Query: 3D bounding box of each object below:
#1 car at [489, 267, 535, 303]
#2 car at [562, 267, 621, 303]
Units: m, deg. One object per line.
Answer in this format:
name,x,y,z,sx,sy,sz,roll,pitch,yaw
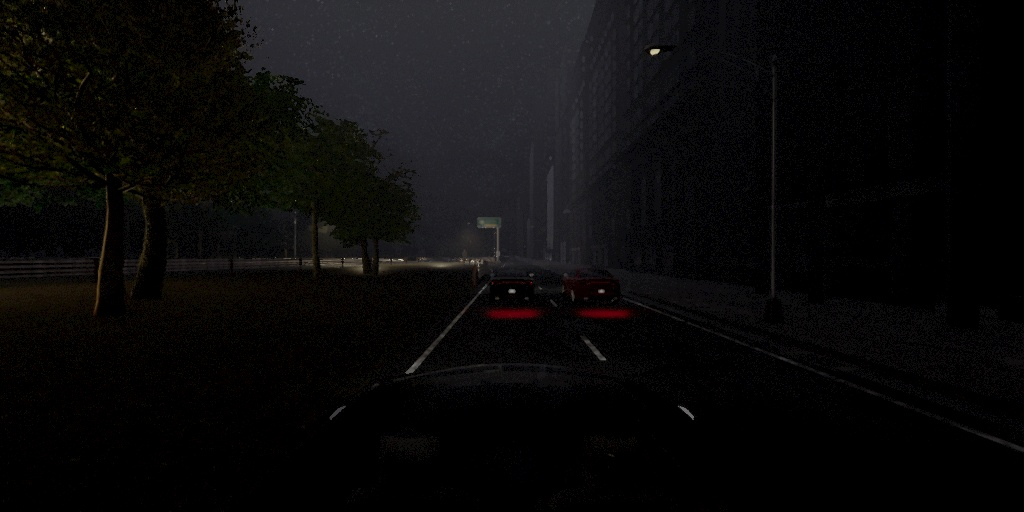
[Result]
car,0.001,1.231,16.501,1.882,1.535,5.008,0,0,0
car,3.500,1.231,16.500,1.882,1.535,5.008,0,0,0
